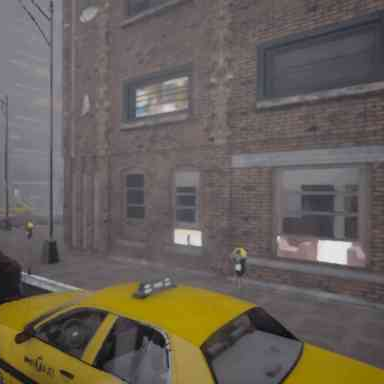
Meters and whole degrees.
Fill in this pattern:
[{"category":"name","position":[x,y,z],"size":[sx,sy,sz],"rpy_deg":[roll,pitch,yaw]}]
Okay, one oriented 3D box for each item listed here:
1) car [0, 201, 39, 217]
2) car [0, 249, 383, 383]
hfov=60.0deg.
[{"category":"car","position":[-16.109,1.526,29.325],"size":[1.752,1.417,4.829],"rpy_deg":[-1,-1,35]},{"category":"car","position":[-0.568,1.502,3.302],"size":[4.829,1.417,1.752],"rpy_deg":[1,0,36]}]
